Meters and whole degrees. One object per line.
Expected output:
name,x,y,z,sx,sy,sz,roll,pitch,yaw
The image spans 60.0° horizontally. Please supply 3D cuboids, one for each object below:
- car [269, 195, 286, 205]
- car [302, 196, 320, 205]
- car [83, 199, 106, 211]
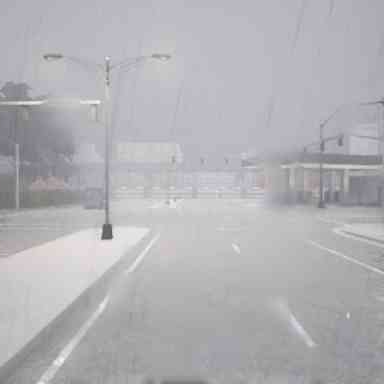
car,13.197,1.242,52.117,2.242,1.667,4.611,0,0,0
car,18.941,1.402,52.881,1.970,1.475,3.806,0,0,0
car,-11.510,1.517,39.956,1.994,1.385,4.181,0,1,0
